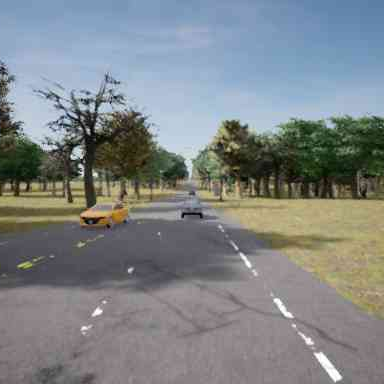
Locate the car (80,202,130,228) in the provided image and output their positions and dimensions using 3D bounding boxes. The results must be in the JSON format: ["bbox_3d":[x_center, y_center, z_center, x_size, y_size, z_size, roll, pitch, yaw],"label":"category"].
[{"bbox_3d":[-5.606,1.430,21.864,1.882,1.535,5.008,0,0,7],"label":"car"}]

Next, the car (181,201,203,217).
[{"bbox_3d":[-0.001,1.464,29.764,2.033,1.411,5.357,0,0,0],"label":"car"}]
